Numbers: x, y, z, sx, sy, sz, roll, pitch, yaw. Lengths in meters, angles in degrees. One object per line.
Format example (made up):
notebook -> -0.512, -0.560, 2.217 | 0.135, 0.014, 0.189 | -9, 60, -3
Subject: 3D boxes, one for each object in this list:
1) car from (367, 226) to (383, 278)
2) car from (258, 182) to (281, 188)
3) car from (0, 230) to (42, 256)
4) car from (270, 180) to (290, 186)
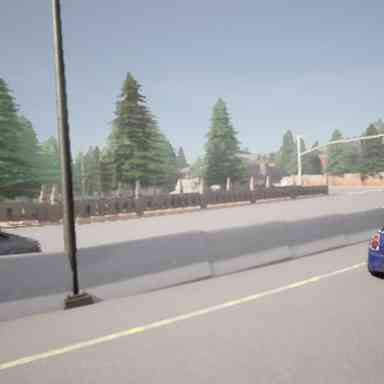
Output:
car -> 6.402, 1.143, 8.311 | 4.553, 1.767, 2.097 | -3, 2, -35
car -> 12.675, -0.595, 58.476 | 1.895, 1.301, 4.718 | -4, 2, -35
car -> -6.015, 1.562, 8.298 | 4.181, 1.385, 1.994 | 0, 0, -35
car -> 15.564, -1.182, 60.423 | 2.150, 2.045, 5.566 | -4, 2, -35
